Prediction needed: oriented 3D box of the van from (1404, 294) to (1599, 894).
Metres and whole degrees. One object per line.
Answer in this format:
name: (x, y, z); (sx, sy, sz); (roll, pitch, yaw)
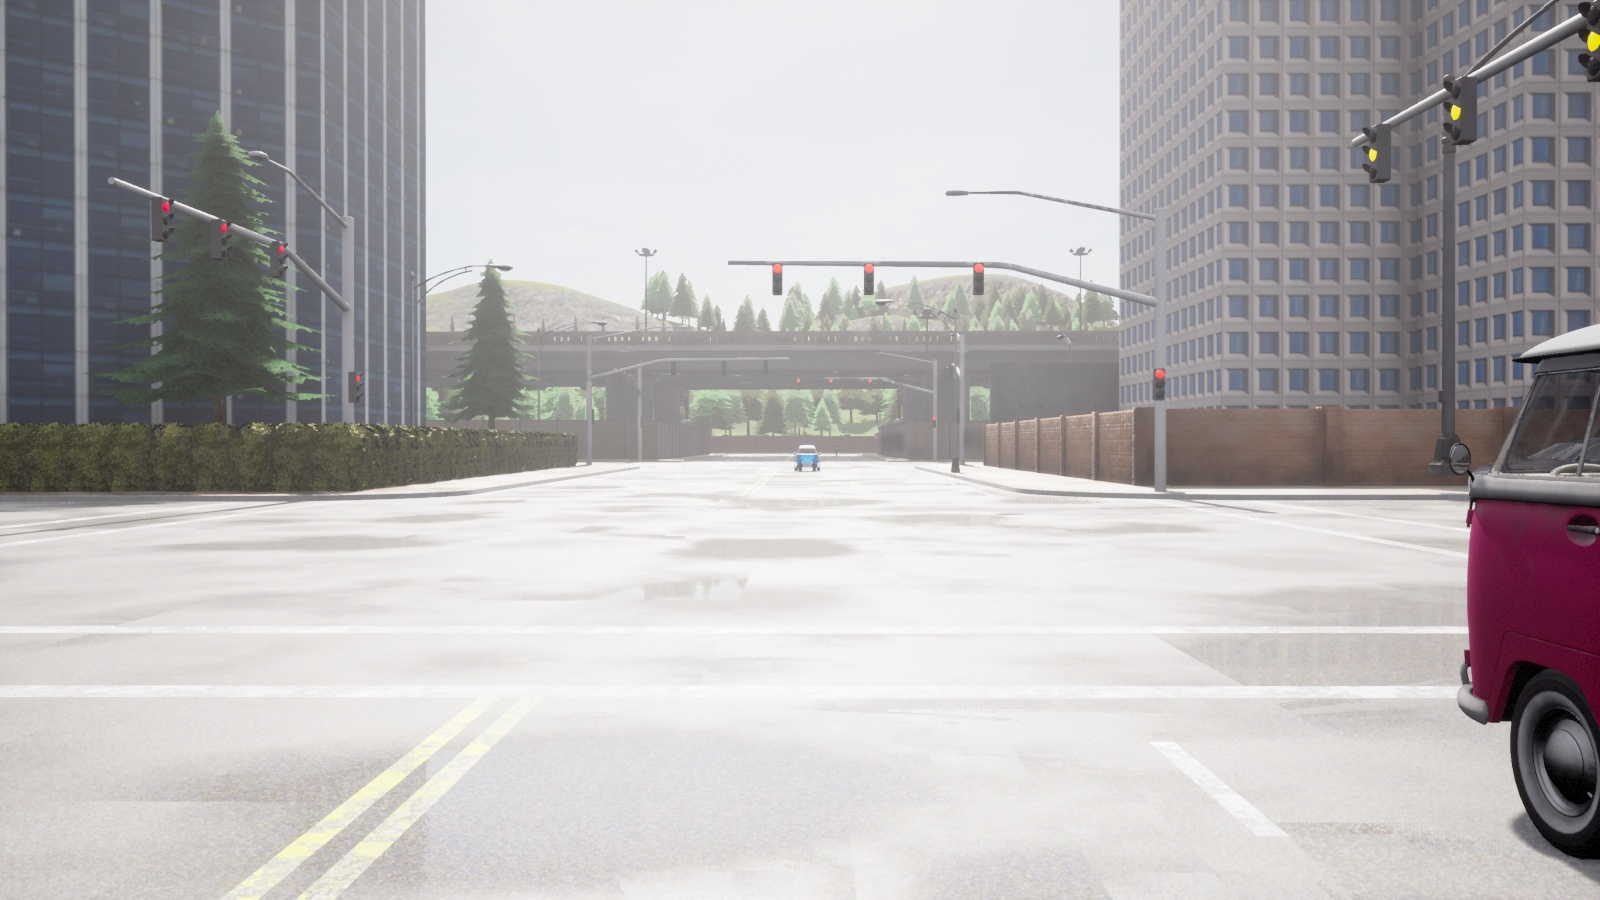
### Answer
van: (3.533, 0.483, 3.300); (1.775, 1.987, 4.442); (0, 0, 0)

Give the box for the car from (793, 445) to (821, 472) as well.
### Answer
car: (0.383, 0.426, 66.471); (1.481, 1.376, 2.207); (0, 1, 0)

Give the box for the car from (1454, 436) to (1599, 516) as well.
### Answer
car: (17.088, 0.537, 27.131); (4.856, 1.649, 2.033); (0, 0, 1)
